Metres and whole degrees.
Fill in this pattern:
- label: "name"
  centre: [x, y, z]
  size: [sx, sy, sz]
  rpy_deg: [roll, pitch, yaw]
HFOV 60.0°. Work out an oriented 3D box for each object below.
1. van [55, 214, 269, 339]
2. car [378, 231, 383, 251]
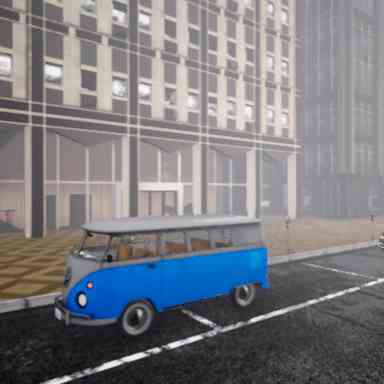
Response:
- label: "van"
  centre: [-0.337, 1.355, 6.323]
  size: [3.998, 1.788, 1.690]
  rpy_deg: [0, 0, -35]
- label: "car"
  centre: [8.944, 1.610, 12.930]
  size: [4.403, 1.369, 2.008]
  rpy_deg: [0, 0, -35]
